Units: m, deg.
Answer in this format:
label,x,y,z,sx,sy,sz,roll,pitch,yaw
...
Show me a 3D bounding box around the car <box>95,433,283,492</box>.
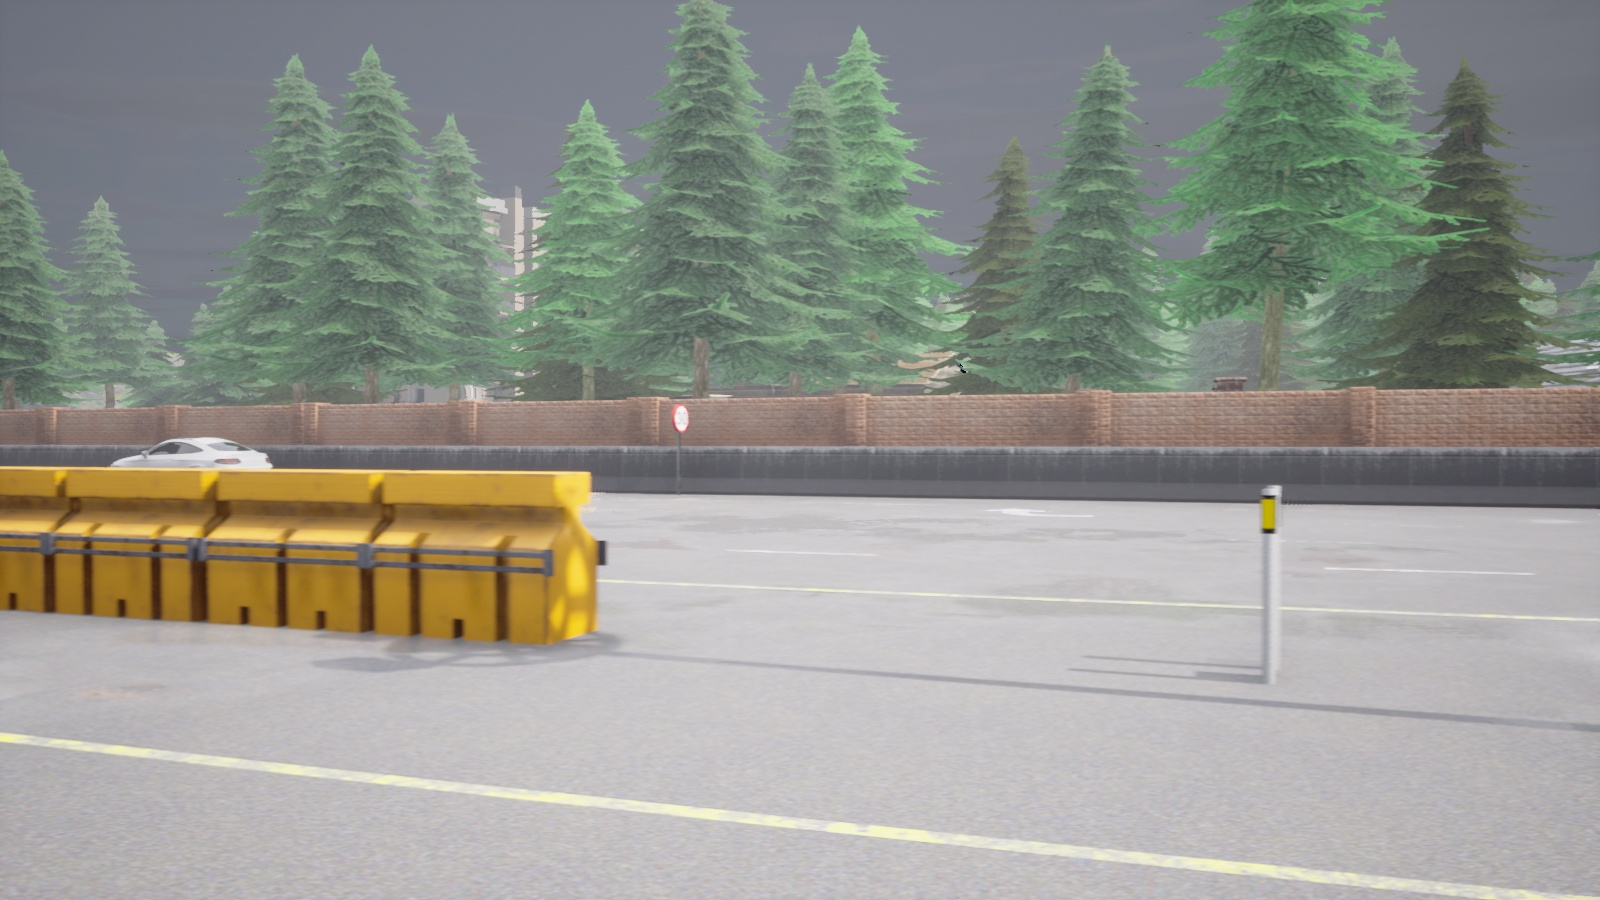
label,x,y,z,sx,sy,sz,roll,pitch,yaw
car,-15.814,0.281,32.486,4.674,1.442,1.812,1,1,24
